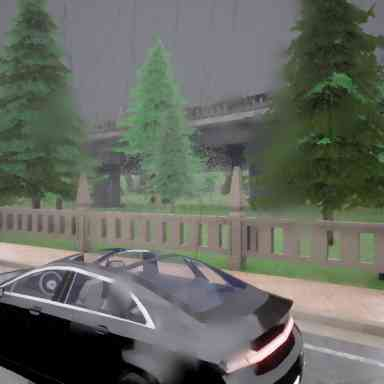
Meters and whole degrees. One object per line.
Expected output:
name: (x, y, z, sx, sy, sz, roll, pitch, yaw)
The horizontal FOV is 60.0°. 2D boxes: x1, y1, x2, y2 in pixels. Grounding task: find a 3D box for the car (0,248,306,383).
car: (-1.148, 1.492, 4.221, 4.902, 1.511, 2.128, 0, 0, 33)
